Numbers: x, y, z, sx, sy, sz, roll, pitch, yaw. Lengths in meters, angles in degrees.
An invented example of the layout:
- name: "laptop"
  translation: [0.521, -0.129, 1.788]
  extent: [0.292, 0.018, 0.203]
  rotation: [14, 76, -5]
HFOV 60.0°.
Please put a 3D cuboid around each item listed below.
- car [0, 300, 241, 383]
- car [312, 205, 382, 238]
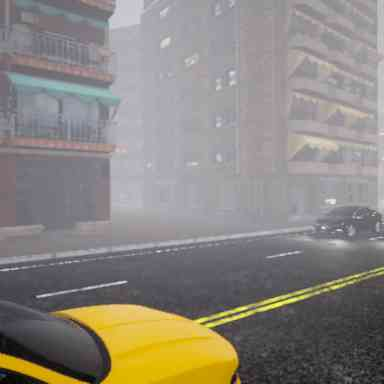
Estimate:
- name: "car"
  translation: [-1.848, 1.483, 2.140]
  extent: [5.008, 1.535, 1.882]
  rotation: [0, 0, -35]
- name: "car"
  translation: [8.485, 1.514, 18.011]
  extent: [4.892, 1.490, 1.837]
  rotation: [-1, 1, -37]
